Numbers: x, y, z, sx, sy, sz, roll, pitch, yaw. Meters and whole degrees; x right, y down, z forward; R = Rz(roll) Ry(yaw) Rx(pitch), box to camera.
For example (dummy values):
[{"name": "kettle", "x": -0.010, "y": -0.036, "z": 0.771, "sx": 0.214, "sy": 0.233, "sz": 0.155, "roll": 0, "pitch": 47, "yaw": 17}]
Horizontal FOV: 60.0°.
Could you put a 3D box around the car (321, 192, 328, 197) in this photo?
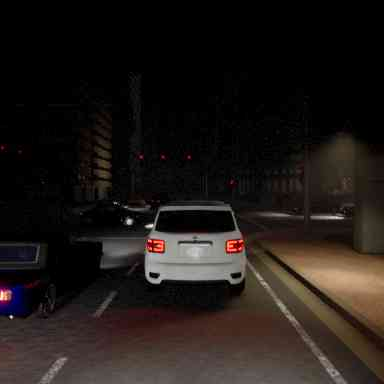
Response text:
[{"name": "car", "x": 30.159, "y": 1.153, "z": 79.658, "sx": 1.932, "sy": 1.855, "sz": 4.605, "roll": 0, "pitch": 0, "yaw": 0}]

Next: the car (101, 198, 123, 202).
[{"name": "car", "x": -11.401, "y": 1.547, "z": 45.662, "sx": 2.033, "sy": 1.411, "sz": 5.357, "roll": 0, "pitch": 0, "yaw": 0}]

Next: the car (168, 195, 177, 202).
[{"name": "car", "x": -4.444, "y": 1.500, "z": 78.060, "sx": 1.837, "sy": 1.490, "sz": 4.892, "roll": 0, "pitch": 0, "yaw": 0}]

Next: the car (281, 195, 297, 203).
[{"name": "car", "x": 18.826, "y": 1.395, "z": 64.496, "sx": 1.970, "sy": 1.475, "sz": 3.806, "roll": 0, "pitch": 0, "yaw": 0}]

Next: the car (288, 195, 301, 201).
[{"name": "car", "x": 24.580, "y": 1.395, "z": 79.603, "sx": 1.970, "sy": 1.475, "sz": 3.806, "roll": 0, "pitch": 0, "yaw": 0}]

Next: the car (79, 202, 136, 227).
[{"name": "car", "x": -5.265, "y": 1.564, "z": 22.124, "sx": 4.181, "sy": 1.385, "sz": 1.994, "roll": 0, "pitch": 0, "yaw": -1}]

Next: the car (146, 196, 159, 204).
[{"name": "car", "x": -7.911, "y": 1.547, "z": 67.642, "sx": 2.033, "sy": 1.411, "sz": 5.357, "roll": 0, "pitch": 0, "yaw": 0}]

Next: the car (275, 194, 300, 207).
[{"name": "car", "x": 13.242, "y": 1.153, "z": 47.078, "sx": 1.932, "sy": 1.855, "sz": 4.605, "roll": 0, "pitch": 0, "yaw": 0}]

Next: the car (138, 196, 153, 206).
[{"name": "car", "x": -7.935, "y": 1.505, "z": 57.032, "sx": 1.837, "sy": 1.490, "sz": 4.892, "roll": 0, "pitch": 0, "yaw": 0}]

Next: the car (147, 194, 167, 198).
[{"name": "car", "x": -4.129, "y": 1.221, "z": 43.408, "sx": 2.150, "sy": 2.045, "sz": 5.566, "roll": 0, "pitch": 0, "yaw": -1}]

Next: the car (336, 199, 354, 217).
[{"name": "car", "x": 15.453, "y": 1.564, "z": 29.314, "sx": 4.181, "sy": 1.385, "sz": 1.994, "roll": 0, "pitch": 0, "yaw": 1}]

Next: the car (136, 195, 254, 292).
[{"name": "car", "x": 0.094, "y": 1.221, "z": 9.055, "sx": 2.150, "sy": 2.045, "sz": 5.566, "roll": 0, "pitch": 0, "yaw": 1}]

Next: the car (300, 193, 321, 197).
[{"name": "car", "x": 16.136, "y": 1.156, "z": 47.027, "sx": 1.905, "sy": 1.878, "sz": 3.866, "roll": 0, "pitch": 0, "yaw": 0}]

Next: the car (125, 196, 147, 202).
[{"name": "car", "x": -7.906, "y": 1.478, "z": 47.761, "sx": 1.882, "sy": 1.535, "sz": 5.008, "roll": 0, "pitch": 0, "yaw": 0}]

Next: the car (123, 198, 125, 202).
[{"name": "car", "x": -11.432, "y": 1.601, "z": 55.254, "sx": 1.895, "sy": 1.301, "sz": 4.718, "roll": 0, "pitch": 0, "yaw": 0}]

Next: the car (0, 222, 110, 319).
[{"name": "car", "x": -3.419, "y": 1.601, "z": 7.304, "sx": 1.895, "sy": 1.301, "sz": 4.718, "roll": 0, "pitch": 0, "yaw": 1}]

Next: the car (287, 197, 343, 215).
[{"name": "car", "x": 12.298, "y": 1.505, "z": 32.849, "sx": 4.892, "sy": 1.490, "sz": 1.837, "roll": 0, "pitch": 0, "yaw": 0}]

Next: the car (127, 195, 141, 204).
[{"name": "car", "x": -11.420, "y": 1.478, "z": 65.740, "sx": 1.882, "sy": 1.535, "sz": 5.008, "roll": 0, "pitch": 0, "yaw": 0}]

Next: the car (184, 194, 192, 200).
[{"name": "car", "x": -0.979, "y": 1.304, "z": 85.781, "sx": 1.882, "sy": 1.535, "sz": 5.008, "roll": 0, "pitch": 0, "yaw": 0}]
